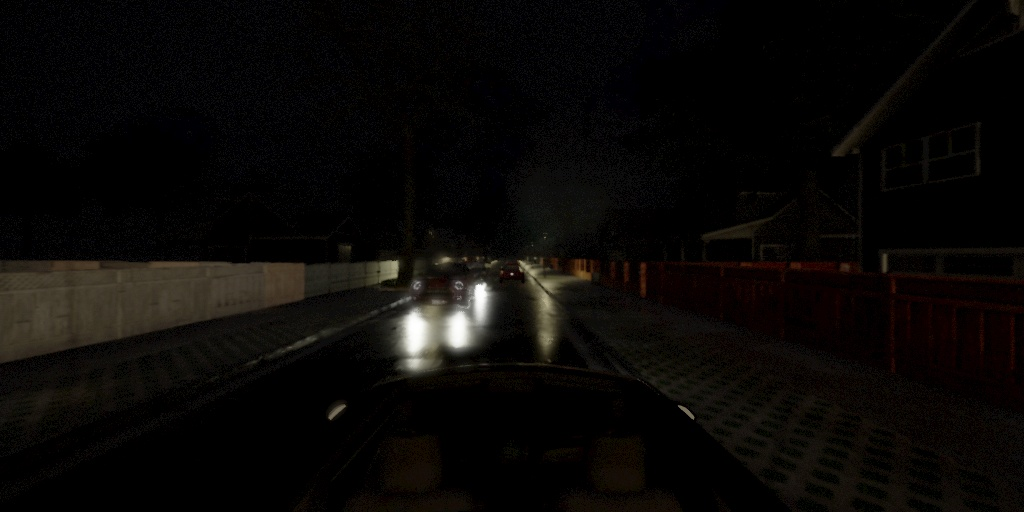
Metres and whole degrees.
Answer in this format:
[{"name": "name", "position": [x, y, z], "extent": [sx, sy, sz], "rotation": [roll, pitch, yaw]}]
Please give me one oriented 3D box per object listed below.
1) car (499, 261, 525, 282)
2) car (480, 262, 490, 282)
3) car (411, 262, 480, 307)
[{"name": "car", "position": [0.021, 1.307, 28.524], "extent": [1.994, 1.385, 4.181], "rotation": [0, 0, 1]}, {"name": "car", "position": [-2.763, 1.236, 28.518], "extent": [2.128, 1.511, 4.902], "rotation": [0, 0, 0]}, {"name": "car", "position": [-2.763, 1.099, 15.343], "extent": [2.097, 1.767, 4.553], "rotation": [0, 0, 0]}]
